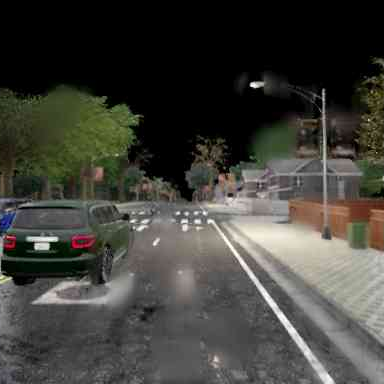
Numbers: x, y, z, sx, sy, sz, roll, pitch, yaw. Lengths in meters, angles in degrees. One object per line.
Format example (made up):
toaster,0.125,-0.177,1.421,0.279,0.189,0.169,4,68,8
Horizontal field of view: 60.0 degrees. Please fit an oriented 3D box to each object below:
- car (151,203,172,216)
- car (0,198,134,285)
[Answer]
car,-3.156,1.800,35.007,1.895,1.301,4.718,0,-1,0
car,-3.152,1.242,9.665,2.150,2.045,5.566,0,0,0
